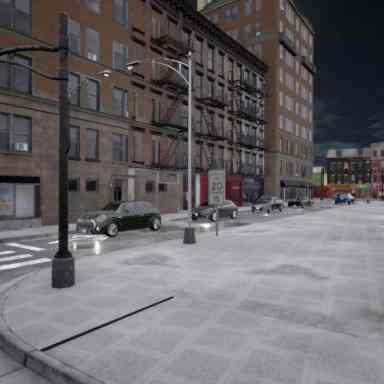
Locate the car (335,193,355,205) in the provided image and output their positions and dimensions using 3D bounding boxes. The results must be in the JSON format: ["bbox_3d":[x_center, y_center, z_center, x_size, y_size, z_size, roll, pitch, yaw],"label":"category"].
[{"bbox_3d":[22.840,0.954,49.563,2.097,1.767,4.553,0,1,36],"label":"car"}]

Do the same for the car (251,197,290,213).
[{"bbox_3d":[7.525,1.222,32.869,2.128,1.511,4.902,0,1,36],"label":"car"}]

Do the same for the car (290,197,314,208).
[{"bbox_3d":[13.396,1.267,40.970,1.895,1.301,4.718,0,1,36],"label":"car"}]

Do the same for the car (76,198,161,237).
[{"bbox_3d":[-3.699,1.218,17.308,2.097,1.767,4.553,0,1,37],"label":"car"}]

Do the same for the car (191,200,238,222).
[{"bbox_3d":[1.706,1.304,24.781,1.837,1.490,4.892,0,1,36],"label":"car"}]
